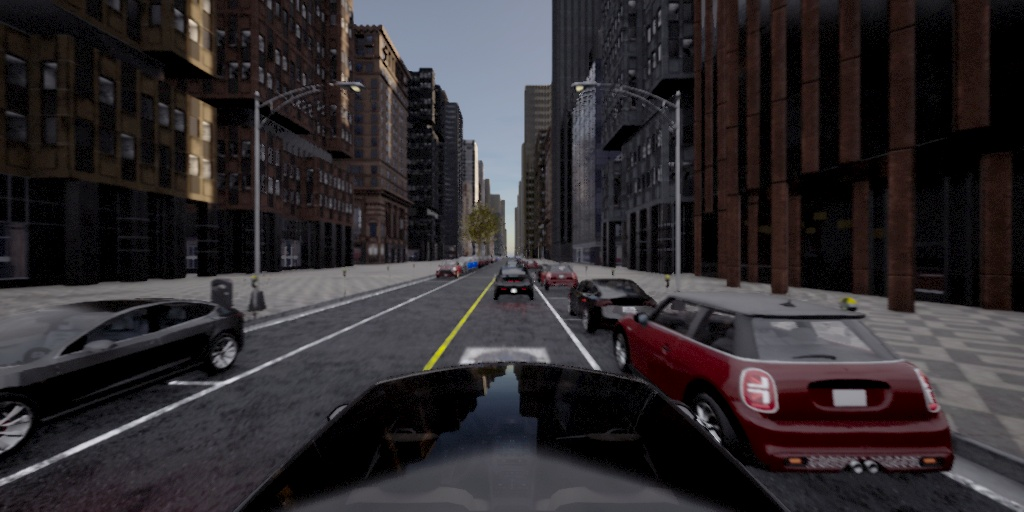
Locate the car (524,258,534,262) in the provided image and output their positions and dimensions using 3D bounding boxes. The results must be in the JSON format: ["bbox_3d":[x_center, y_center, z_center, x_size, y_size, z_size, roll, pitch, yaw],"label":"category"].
[{"bbox_3d":[2.759,1.254,50.297,1.802,1.307,4.207,0,0,0],"label":"car"}]

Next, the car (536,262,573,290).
[{"bbox_3d":[2.762,1.155,21.909,1.967,1.591,4.097,0,0,0],"label":"car"}]

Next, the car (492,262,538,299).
[{"bbox_3d":[0.085,1.231,17.897,1.837,1.490,4.892,0,1,0],"label":"car"}]

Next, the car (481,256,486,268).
[{"bbox_3d":[-5.767,0.986,55.967,2.192,1.841,5.009,0,0,0],"label":"car"}]

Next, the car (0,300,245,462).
[{"bbox_3d":[-5.761,1.315,4.871,1.948,1.339,4.313,0,0,0],"label":"car"}]

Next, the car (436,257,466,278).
[{"bbox_3d":[-5.764,1.144,33.257,1.967,1.591,4.097,0,0,0],"label":"car"}]

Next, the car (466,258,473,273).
[{"bbox_3d":[-5.765,1.246,38.935,2.007,1.370,4.403,0,0,0],"label":"car"}]

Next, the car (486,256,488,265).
[{"bbox_3d":[-5.767,0.977,61.645,2.192,1.841,5.009,0,0,0],"label":"car"}]

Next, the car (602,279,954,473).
[{"bbox_3d":[2.765,1.182,4.876,1.967,1.591,4.097,0,0,0],"label":"car"}]

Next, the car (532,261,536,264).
[{"bbox_3d":[2.762,1.272,27.586,1.948,1.339,4.313,0,0,0],"label":"car"}]

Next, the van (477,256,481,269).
[{"bbox_3d":[-5.766,1.020,50.290,1.690,1.789,3.998,0,0,0],"label":"van"}]

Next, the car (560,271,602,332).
[{"bbox_3d":[2.764,1.299,10.554,1.948,1.339,4.313,0,0,0],"label":"car"}]

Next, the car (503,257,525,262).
[{"bbox_3d":[0.092,1.197,38.387,1.837,1.490,4.892,0,0,0],"label":"car"}]

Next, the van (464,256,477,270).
[{"bbox_3d":[-5.765,1.028,44.612,1.690,1.789,3.998,0,0,0],"label":"van"}]
